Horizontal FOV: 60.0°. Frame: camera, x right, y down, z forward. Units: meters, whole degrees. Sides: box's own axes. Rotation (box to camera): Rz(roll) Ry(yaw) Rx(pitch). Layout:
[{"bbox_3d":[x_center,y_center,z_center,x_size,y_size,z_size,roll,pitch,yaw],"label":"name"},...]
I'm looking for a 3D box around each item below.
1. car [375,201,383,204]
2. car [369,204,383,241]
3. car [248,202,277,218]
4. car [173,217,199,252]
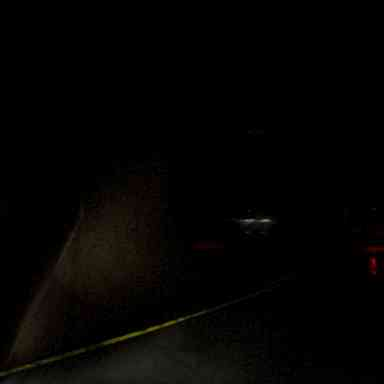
[{"bbox_3d":[18.670,1.642,32.447,2.097,1.767,4.553,0,0,28],"label":"car"},{"bbox_3d":[10.237,1.631,17.086,1.882,1.535,5.008,0,0,31],"label":"car"},{"bbox_3d":[7.145,1.757,33.562,1.882,1.535,5.008,0,-1,28],"label":"car"},{"bbox_3d":[-1.842,1.573,12.249,1.882,1.535,5.008,0,0,42],"label":"car"}]
